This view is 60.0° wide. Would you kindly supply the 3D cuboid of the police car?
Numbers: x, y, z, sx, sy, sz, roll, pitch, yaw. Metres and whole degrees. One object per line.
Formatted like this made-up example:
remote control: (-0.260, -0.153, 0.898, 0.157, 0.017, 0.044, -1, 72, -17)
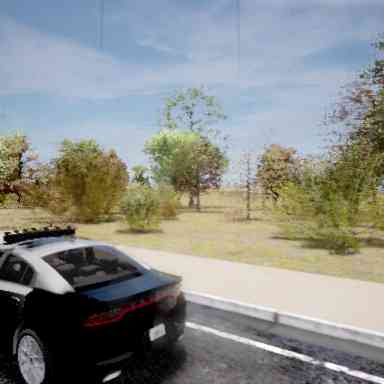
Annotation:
police car: (-2.504, 1.395, 5.349, 5.238, 1.638, 1.930, 0, 0, 36)
